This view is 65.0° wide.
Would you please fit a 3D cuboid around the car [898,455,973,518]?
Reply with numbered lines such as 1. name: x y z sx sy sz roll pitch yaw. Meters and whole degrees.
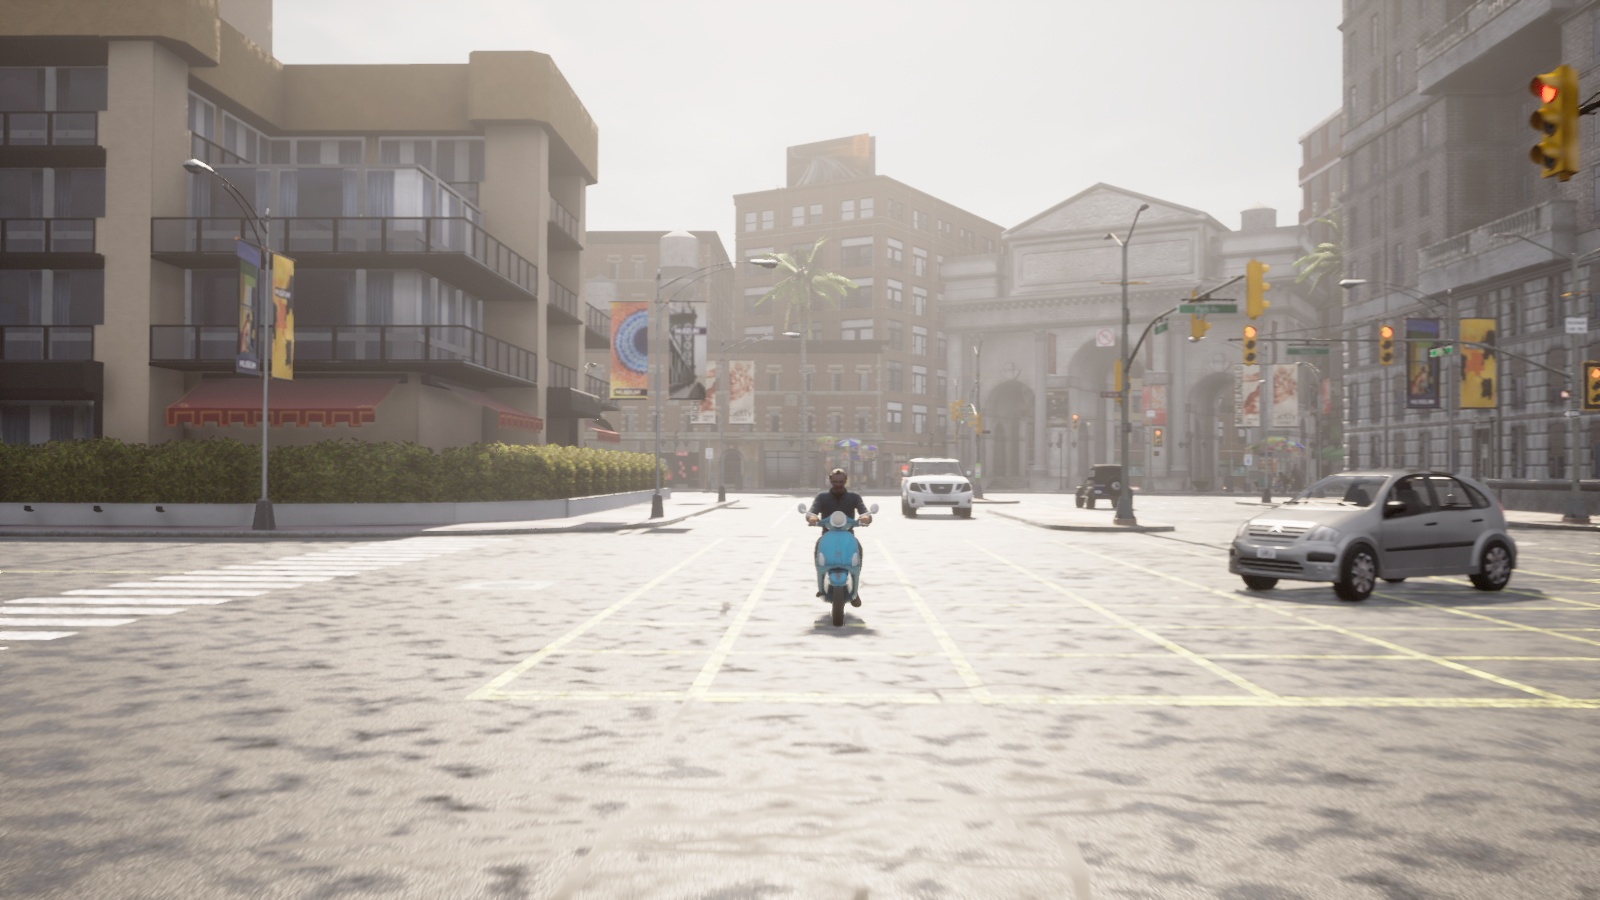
1. car: 4.686 1.253 44.143 2.150 2.045 5.566 0 -1 1

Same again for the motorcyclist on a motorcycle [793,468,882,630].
1. motorcyclist on a motorcycle: 0.393 0.989 13.292 0.866 1.590 1.817 0 -1 1

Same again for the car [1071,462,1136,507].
1. car: 12.935 1.455 53.717 1.905 1.878 3.866 0 -1 1

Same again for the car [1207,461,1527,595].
1. car: 7.627 0.963 16.857 3.988 1.617 1.851 0 -1 -28
